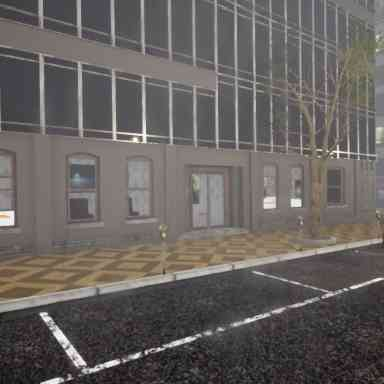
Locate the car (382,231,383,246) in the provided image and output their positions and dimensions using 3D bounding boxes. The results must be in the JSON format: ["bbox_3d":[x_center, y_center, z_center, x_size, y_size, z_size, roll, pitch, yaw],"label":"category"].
[{"bbox_3d":[9.365,1.436,13.280,4.097,1.590,1.967,0,-1,-36],"label":"car"}]
